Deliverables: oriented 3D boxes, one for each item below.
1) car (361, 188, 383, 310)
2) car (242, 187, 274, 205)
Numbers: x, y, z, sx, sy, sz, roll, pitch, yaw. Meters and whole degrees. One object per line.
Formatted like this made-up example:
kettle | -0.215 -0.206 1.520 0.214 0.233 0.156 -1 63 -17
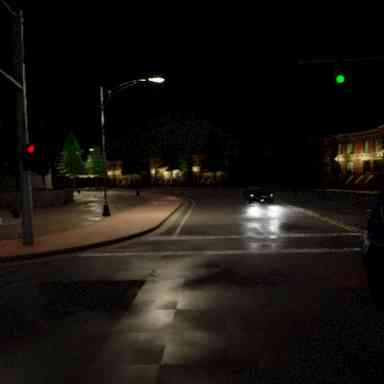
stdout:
car | 3.893 0.959 3.696 2.150 2.045 5.566 -2 3 6
car | 5.323 0.233 27.255 1.895 1.301 4.718 -2 2 1
